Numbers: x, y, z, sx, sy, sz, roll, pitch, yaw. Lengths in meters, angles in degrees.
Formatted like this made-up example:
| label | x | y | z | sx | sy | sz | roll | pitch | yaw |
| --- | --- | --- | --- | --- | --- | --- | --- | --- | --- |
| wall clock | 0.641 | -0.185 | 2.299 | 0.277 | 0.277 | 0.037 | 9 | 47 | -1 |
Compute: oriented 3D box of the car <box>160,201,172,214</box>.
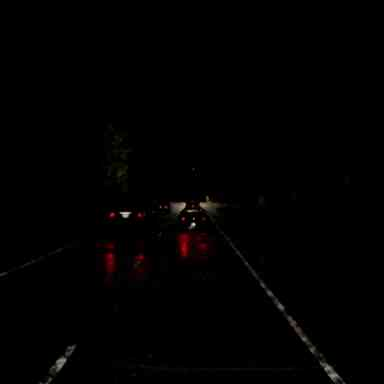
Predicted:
| label | x | y | z | sx | sy | sz | roll | pitch | yaw |
| --- | --- | --- | --- | --- | --- | --- | --- | --- | --- |
| car | -3.397 | 1.710 | 38.546 | 2.033 | 1.411 | 5.357 | 0 | 0 | 0 |

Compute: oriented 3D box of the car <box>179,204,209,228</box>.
| label | x | y | z | sx | sy | sz | roll | pitch | yaw |
| --- | --- | --- | --- | --- | --- | --- | --- | --- | --- |
| car | 0.098 | 1.699 | 22.633 | 1.895 | 1.301 | 4.718 | 0 | 0 | 0 |

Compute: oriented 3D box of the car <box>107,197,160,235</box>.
| label | x | y | z | sx | sy | sz | roll | pitch | yaw |
| --- | --- | --- | --- | --- | --- | --- | --- | --- | --- |
| car | -3.404 | 1.310 | 19.675 | 2.150 | 2.045 | 5.566 | 0 | 0 | 0 |

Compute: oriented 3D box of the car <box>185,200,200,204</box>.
| label | x | y | z | sx | sy | sz | roll | pitch | yaw |
| --- | --- | --- | --- | --- | --- | --- | --- | --- | --- |
| car | 0.102 | 1.740 | 41.952 | 1.994 | 1.385 | 4.181 | 0 | 0 | 0 |
